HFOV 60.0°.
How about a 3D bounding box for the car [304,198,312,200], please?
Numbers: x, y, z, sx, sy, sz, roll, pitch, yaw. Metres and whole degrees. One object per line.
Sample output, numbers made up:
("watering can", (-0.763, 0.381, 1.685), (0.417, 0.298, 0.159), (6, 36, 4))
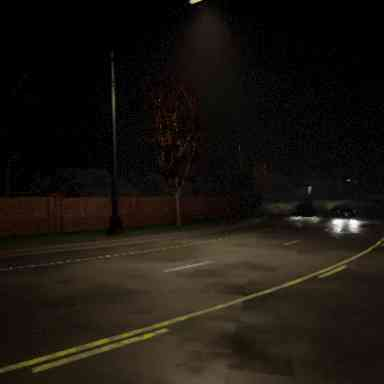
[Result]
("car", (26.014, 2.075, 74.633), (1.837, 1.490, 4.892), (-1, -1, 14))

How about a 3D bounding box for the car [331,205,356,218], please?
("car", (15.897, 2.025, 35.089), (1.895, 1.301, 4.718), (-1, -1, 16))

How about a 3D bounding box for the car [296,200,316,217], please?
("car", (13.394, 2.031, 39.262), (1.882, 1.535, 5.008), (-1, -1, 14))
